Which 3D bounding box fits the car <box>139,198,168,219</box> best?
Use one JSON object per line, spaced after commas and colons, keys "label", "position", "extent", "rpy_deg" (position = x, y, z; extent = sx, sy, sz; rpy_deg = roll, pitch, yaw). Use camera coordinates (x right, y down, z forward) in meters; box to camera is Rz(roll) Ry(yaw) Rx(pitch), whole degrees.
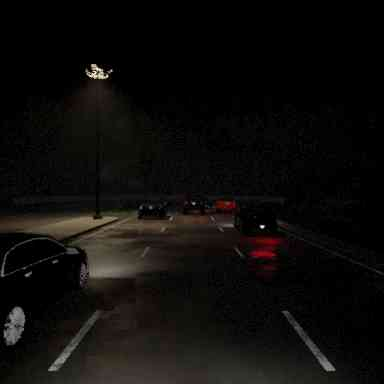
{"label": "car", "position": [-3.367, 1.351, 29.516], "extent": [2.097, 1.767, 4.553], "rpy_deg": [0, 0, 1]}

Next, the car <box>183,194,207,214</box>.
{"label": "car", "position": [0.275, 1.221, 34.766], "extent": [2.150, 2.045, 5.566], "rpy_deg": [0, 0, 2]}

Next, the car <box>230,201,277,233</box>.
{"label": "car", "position": [3.599, 1.505, 19.436], "extent": [1.837, 1.490, 4.892], "rpy_deg": [0, 0, 0]}

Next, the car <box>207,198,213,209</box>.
{"label": "car", "position": [1.613, 1.491, 44.545], "extent": [2.128, 1.511, 4.902], "rpy_deg": [0, 0, 12]}

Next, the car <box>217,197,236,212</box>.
{"label": "car", "position": [3.999, 1.352, 38.369], "extent": [2.097, 1.767, 4.553], "rpy_deg": [0, 0, 4]}

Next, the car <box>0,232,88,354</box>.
{"label": "car", "position": [-3.400, 1.505, 6.093], "extent": [1.837, 1.490, 4.892], "rpy_deg": [0, 0, 0]}
